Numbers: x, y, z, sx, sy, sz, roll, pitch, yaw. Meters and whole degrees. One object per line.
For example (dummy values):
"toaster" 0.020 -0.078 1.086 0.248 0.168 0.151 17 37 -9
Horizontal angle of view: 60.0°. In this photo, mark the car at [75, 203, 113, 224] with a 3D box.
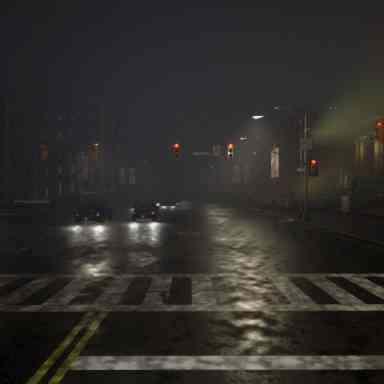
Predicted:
"car" -7.122 1.524 24.664 1.812 1.442 4.674 0 0 0

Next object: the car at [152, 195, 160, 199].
"car" -7.156 1.598 66.885 1.895 1.301 4.718 0 0 1

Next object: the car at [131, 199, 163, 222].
"car" -3.612 1.524 26.693 1.812 1.442 4.674 0 0 0

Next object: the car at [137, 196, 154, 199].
"car" -7.201 1.545 47.178 2.033 1.411 5.357 0 0 2

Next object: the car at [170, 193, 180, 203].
"car" -3.637 1.218 69.181 2.150 2.045 5.566 0 0 0

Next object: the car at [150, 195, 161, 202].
"car" -8.529 1.496 77.760 1.837 1.490 4.892 0 0 -14

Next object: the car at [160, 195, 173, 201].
"car" -6.368 1.520 82.165 1.812 1.442 4.674 0 0 -21

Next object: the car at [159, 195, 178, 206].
"car" -3.644 1.561 52.796 1.994 1.385 4.181 0 0 0
